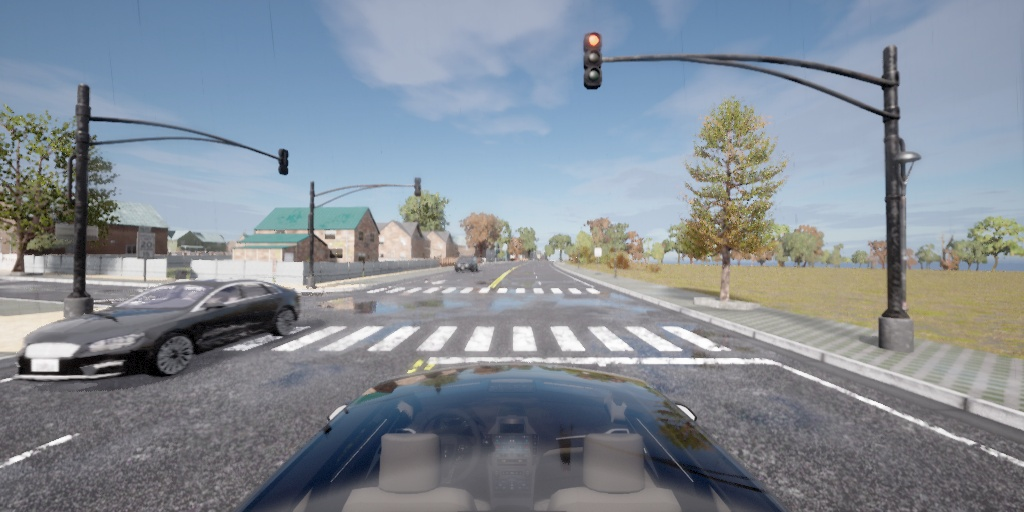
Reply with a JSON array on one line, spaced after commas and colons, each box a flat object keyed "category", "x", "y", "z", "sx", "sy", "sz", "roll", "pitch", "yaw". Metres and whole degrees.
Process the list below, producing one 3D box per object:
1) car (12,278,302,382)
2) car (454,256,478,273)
[{"category": "car", "x": -6.455, "y": 1.251, "z": 7.422, "sx": 2.128, "sy": 1.511, "sz": 4.902, "roll": 0, "pitch": 0, "yaw": 0}, {"category": "car", "x": -5.421, "y": 1.001, "z": 43.364, "sx": 2.150, "sy": 2.045, "sz": 5.566, "roll": 0, "pitch": 0, "yaw": 3}]
